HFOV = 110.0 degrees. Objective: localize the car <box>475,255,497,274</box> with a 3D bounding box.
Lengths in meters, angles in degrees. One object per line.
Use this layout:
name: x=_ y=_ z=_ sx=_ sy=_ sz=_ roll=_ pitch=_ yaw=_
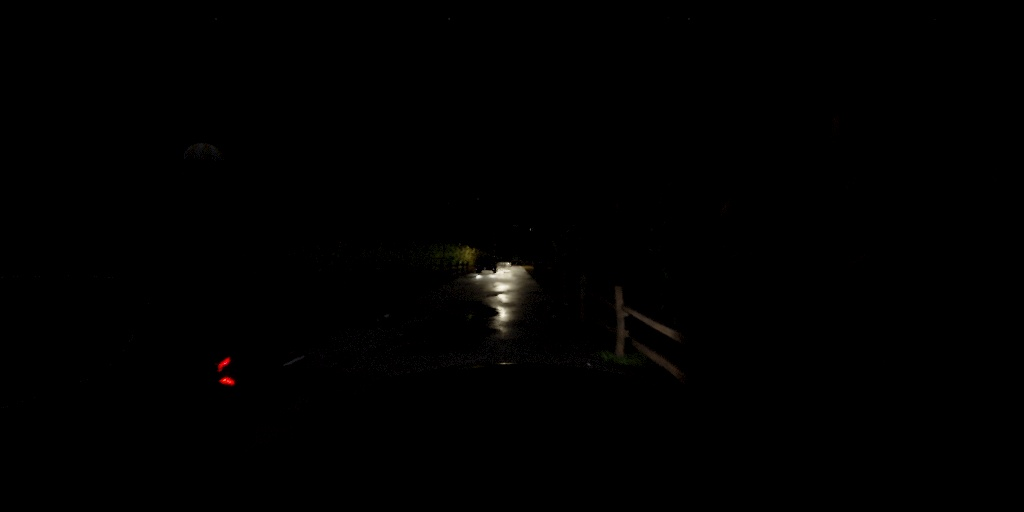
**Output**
car: x=-2.845 y=0.935 z=40.502 sx=2.150 sy=2.045 sz=5.566 roll=0 pitch=0 yaw=0
